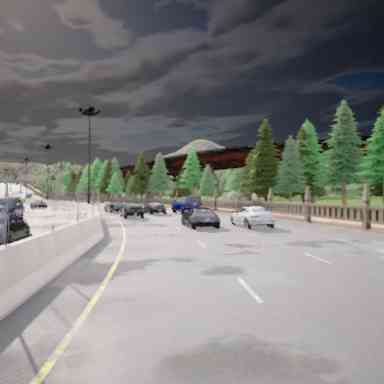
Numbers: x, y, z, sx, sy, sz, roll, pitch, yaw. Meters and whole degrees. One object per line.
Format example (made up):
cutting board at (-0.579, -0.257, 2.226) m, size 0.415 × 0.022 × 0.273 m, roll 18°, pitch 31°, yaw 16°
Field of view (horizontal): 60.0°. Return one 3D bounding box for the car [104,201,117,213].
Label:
car at (-9.769, 1.906, 42.217) m, size 2.033 × 1.411 × 5.357 m, roll 0°, pitch -1°, yaw -26°

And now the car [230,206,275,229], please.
car at (4.136, 1.717, 23.084) m, size 1.812 × 1.442 × 4.674 m, roll 0°, pitch -1°, yaw -13°

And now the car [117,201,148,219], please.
car at (-5.878, 1.781, 32.483) m, size 1.837 × 1.490 × 4.892 m, roll 0°, pitch 0°, yaw -19°

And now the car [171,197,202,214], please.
car at (-0.643, 1.545, 38.512) m, size 2.150 × 2.045 × 5.566 m, roll 0°, pitch 0°, yaw -21°

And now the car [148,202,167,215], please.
car at (-4.318, 1.848, 38.230) m, size 1.812 × 1.442 × 4.674 m, roll 0°, pitch 0°, yaw -21°

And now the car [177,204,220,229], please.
car at (0.517, 1.757, 23.126) m, size 1.994 × 1.385 × 4.181 m, roll 0°, pitch -1°, yaw -13°
